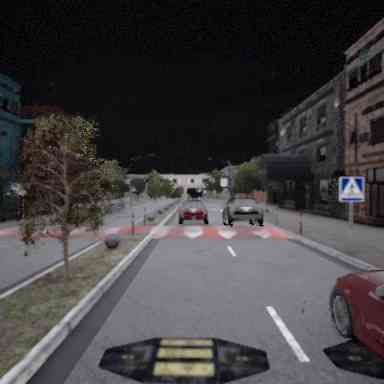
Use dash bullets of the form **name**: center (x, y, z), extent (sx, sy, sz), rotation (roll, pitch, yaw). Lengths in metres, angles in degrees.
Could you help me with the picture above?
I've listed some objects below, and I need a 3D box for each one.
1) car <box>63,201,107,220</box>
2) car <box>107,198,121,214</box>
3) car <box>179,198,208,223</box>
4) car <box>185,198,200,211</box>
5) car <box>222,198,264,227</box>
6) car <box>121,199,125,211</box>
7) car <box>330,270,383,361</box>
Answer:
- **car**: center (-8.945, 1.533, 27.353), extent (2.163, 1.488, 4.792), rotation (0, 0, 0)
- **car**: center (-8.966, 1.510, 32.910), extent (2.231, 1.521, 4.892), rotation (0, 0, 0)
- **car**: center (0.107, 1.374, 25.704), extent (2.097, 1.767, 4.553), rotation (0, 0, 0)
- **car**: center (0.109, 1.530, 42.876), extent (1.837, 1.490, 4.892), rotation (0, 0, 0)
- **car**: center (3.120, 1.261, 21.215), extent (2.097, 1.767, 4.553), rotation (0, -5, 0)
- **car**: center (-8.987, 1.514, 38.558), extent (2.231, 1.521, 4.892), rotation (0, 0, 0)
- **car**: center (3.097, 1.488, 3.358), extent (1.812, 1.442, 4.674), rotation (0, 2, 0)
